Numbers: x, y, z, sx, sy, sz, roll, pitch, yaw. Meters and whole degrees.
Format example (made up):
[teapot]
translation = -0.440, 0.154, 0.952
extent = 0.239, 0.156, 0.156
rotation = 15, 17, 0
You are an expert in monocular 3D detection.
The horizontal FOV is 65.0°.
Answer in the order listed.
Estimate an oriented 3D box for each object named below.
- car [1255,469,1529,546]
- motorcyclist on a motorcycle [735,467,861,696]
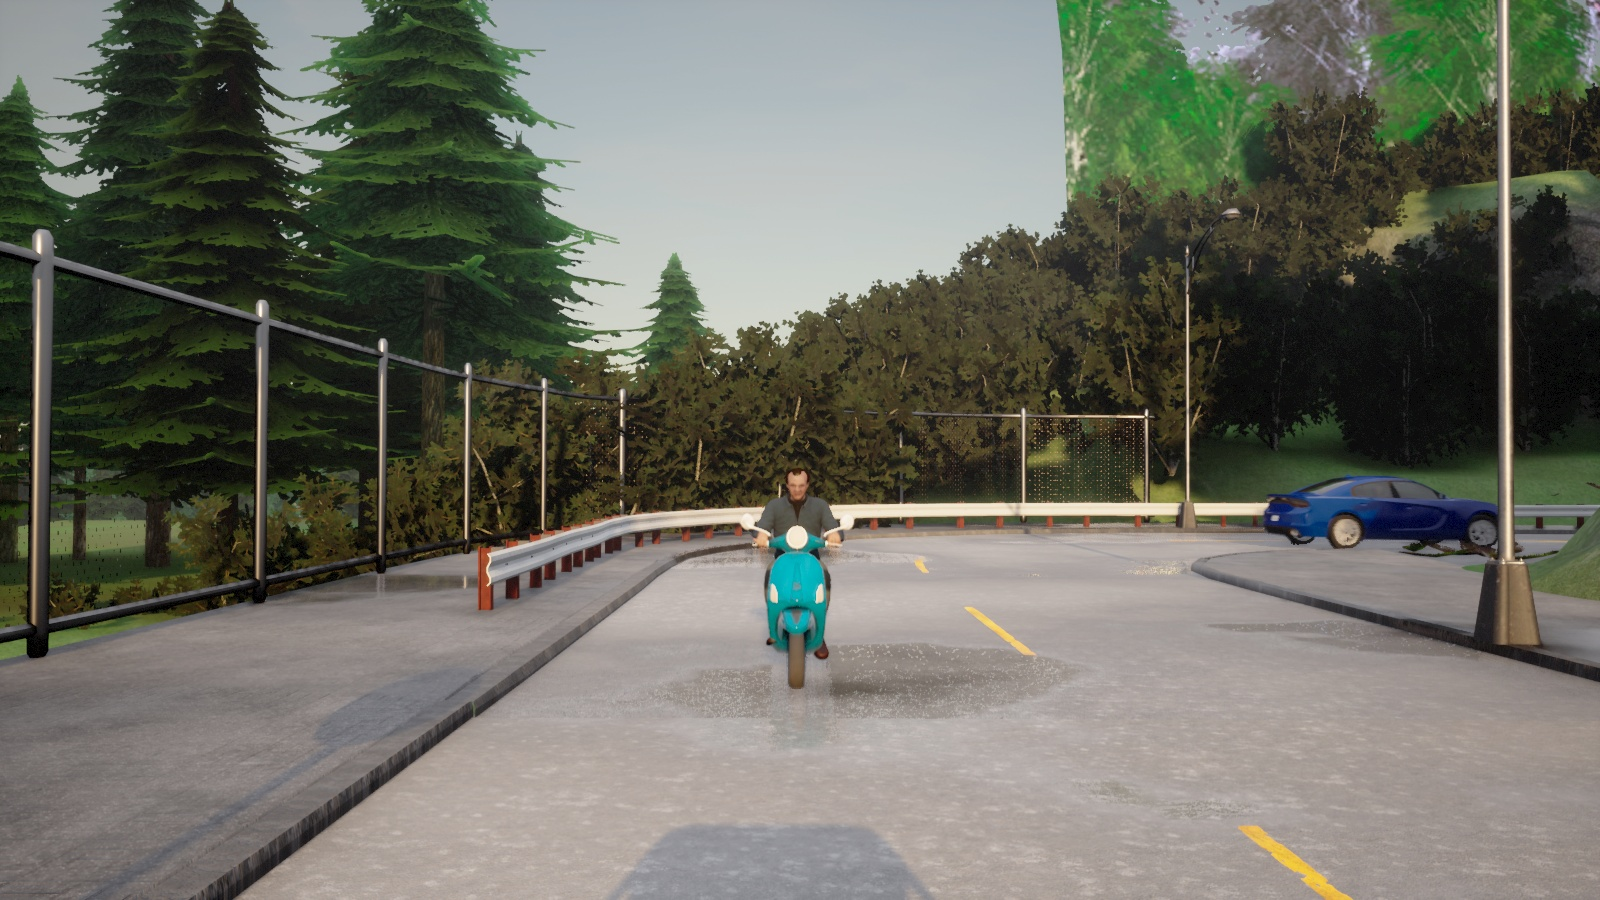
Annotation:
[car]
translation = 12.480, 1.188, 26.602
extent = 5.008, 1.535, 1.882
rotation = 0, -1, -7
[motorcyclist on a motorcycle]
translation = -0.015, 0.930, 9.641
extent = 0.866, 1.590, 1.817
rotation = 0, -1, 0
